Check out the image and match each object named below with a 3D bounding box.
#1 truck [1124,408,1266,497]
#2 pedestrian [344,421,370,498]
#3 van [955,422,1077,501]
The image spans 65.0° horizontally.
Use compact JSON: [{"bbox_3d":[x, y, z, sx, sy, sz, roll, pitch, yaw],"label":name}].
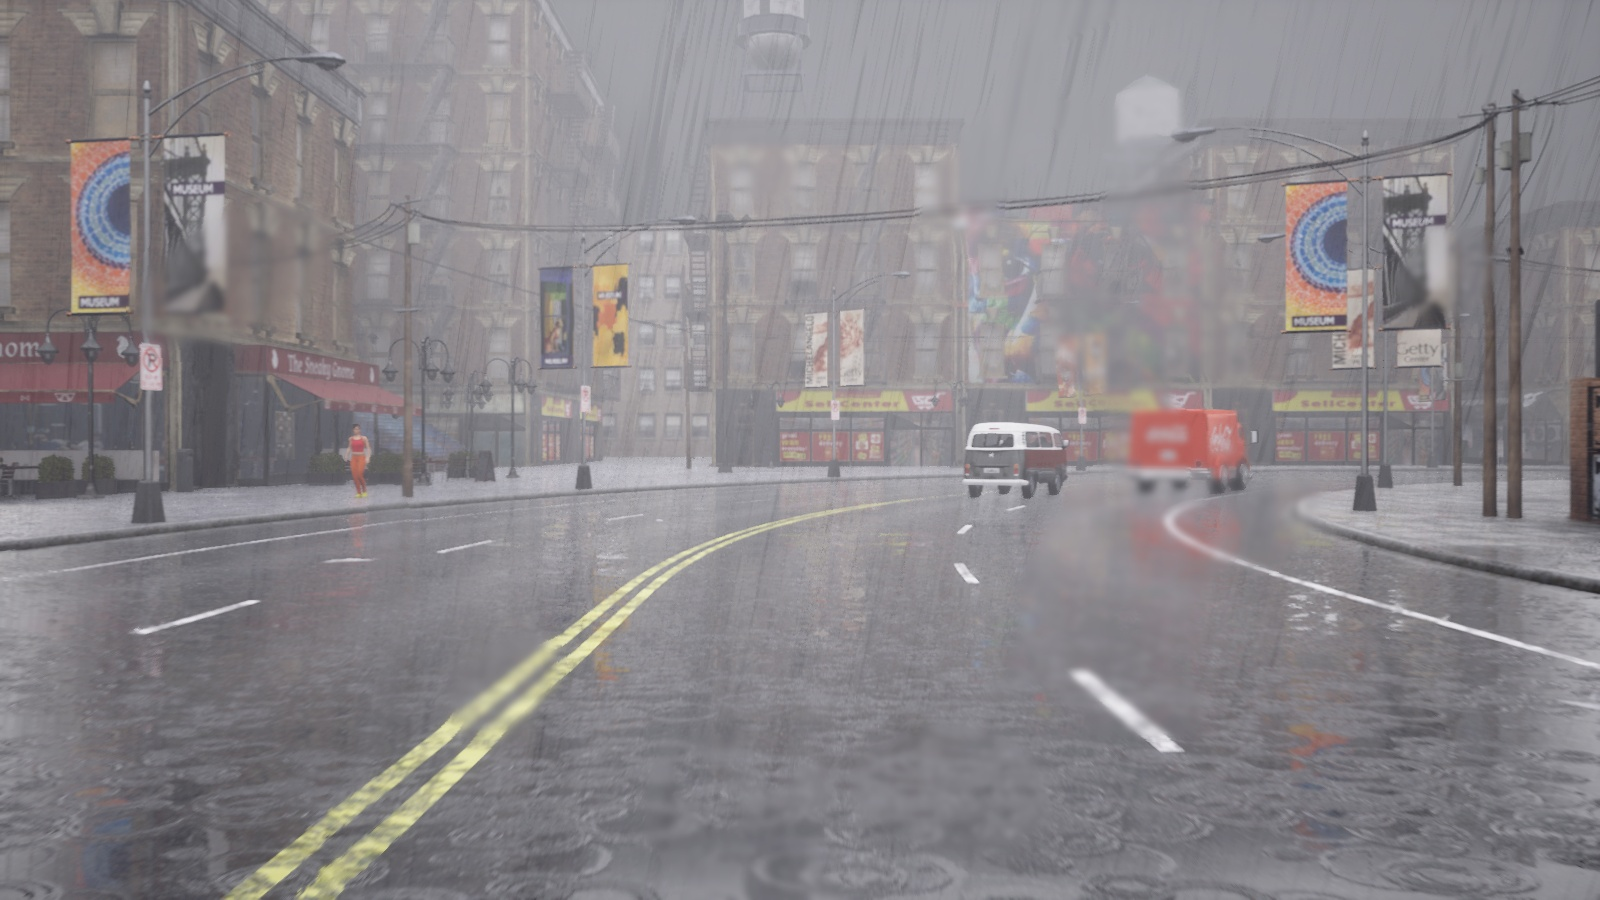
[{"bbox_3d":[11.892,0.058,37.572,2.627,2.467,5.204,0,0,35],"label":"truck"},{"bbox_3d":[-10.734,0.223,30.430,0.345,1.836,0.594,0,0,8],"label":"pedestrian"},{"bbox_3d":[6.078,0.278,34.930,2.069,2.038,4.480,0,0,28],"label":"van"}]
